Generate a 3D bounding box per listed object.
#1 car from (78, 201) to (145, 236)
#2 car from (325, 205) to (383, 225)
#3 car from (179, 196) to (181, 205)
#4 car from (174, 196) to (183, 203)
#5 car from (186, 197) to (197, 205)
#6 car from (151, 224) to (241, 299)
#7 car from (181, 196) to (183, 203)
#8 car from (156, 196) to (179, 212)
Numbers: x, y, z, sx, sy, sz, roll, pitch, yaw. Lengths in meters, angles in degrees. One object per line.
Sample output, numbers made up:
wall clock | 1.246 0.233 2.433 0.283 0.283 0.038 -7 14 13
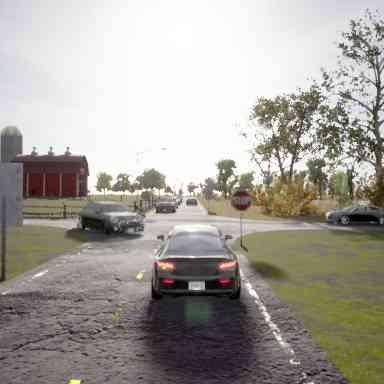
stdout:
car | -4.550 1.344 18.573 2.097 1.767 4.553 0 1 -42
car | 12.917 1.742 25.789 4.902 1.511 2.128 1 -1 0
car | -2.960 1.547 47.666 1.837 1.490 4.892 0 0 0
car | -2.944 1.553 72.419 1.882 1.535 5.008 0 0 0
car | -0.066 1.631 62.386 1.994 1.385 4.181 0 0 0
car | 0.074 1.529 8.305 1.812 1.442 4.674 0 0 0
car | -2.963 1.608 58.941 2.033 1.411 5.357 0 0 0
car | -2.946 1.381 38.268 2.097 1.767 4.553 0 0 0
